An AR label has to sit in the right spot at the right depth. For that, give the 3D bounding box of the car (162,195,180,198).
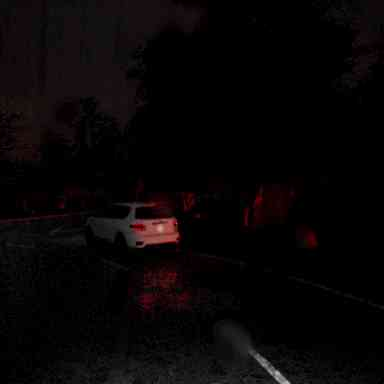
[{"bbox_3d":[-3.451,1.089,52.394,1.837,1.490,4.892,-2,3,34],"label":"car"}]

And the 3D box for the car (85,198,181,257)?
[{"bbox_3d":[-2.718,1.412,14.112,2.150,2.045,5.566,-1,0,-36],"label":"car"}]

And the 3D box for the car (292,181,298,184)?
[{"bbox_3d":[24.005,-2.464,80.355,2.128,1.511,4.902,-1,4,38],"label":"car"}]

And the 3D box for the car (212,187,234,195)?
[{"bbox_3d":[6.197,-0.209,65.102,2.033,1.411,5.357,-1,4,41],"label":"car"}]
